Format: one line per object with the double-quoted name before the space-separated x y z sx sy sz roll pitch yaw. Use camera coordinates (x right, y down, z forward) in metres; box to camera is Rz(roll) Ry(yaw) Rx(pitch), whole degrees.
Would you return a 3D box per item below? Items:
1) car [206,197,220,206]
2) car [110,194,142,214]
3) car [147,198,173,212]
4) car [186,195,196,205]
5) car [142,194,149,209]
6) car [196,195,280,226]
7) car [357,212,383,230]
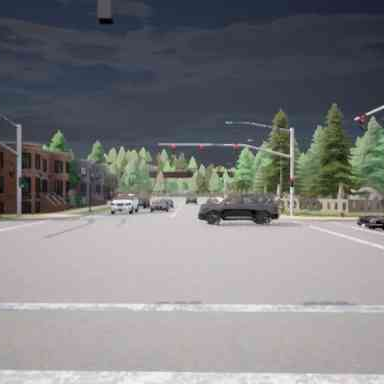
"car" 3.518 1.586 56.184 1.994 1.385 4.181 0 0 0
"car" -7.124 1.235 35.673 2.150 2.045 5.566 0 0 0
"car" -3.617 1.579 38.371 1.994 1.385 4.181 0 0 0
"car" -0.088 1.375 60.288 2.097 1.767 4.553 0 0 0
"car" -7.136 1.239 45.791 2.150 2.045 5.566 0 0 0
"car" 3.219 1.232 23.075 5.566 2.045 2.150 0 0 1
"car" 12.671 1.555 19.444 5.357 1.411 2.033 0 0 0
